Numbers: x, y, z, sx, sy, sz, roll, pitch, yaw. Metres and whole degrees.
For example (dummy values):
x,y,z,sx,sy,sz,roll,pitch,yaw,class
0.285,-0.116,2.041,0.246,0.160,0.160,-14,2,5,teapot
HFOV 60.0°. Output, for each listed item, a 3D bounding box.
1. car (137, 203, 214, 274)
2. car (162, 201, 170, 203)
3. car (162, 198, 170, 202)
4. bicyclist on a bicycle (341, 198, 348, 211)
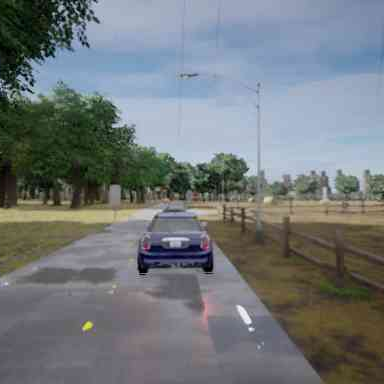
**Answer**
x,y,z,sx,sy,sz,roll,pitch,yaw,class
-0.528,1.410,10.923,2.097,1.767,4.553,0,0,-3,car
-1.159,1.655,24.977,1.837,1.490,4.892,0,-1,-3,car
-6.831,2.334,87.796,1.882,1.535,5.008,0,-1,-3,car
18.031,1.588,39.362,0.582,1.620,1.656,0,-1,-3,bicyclist on a bicycle
